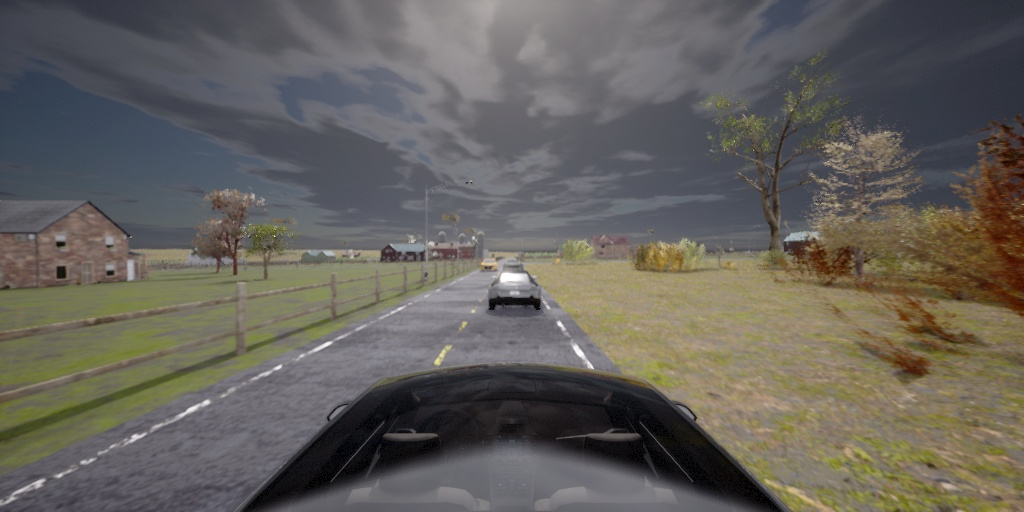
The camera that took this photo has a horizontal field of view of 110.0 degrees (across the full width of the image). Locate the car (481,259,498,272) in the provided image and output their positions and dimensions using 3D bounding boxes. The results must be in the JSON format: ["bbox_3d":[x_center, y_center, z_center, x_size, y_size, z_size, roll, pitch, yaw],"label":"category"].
[{"bbox_3d":[-2.750,1.068,43.810,1.882,1.535,5.008,0,0,0],"label":"car"}]

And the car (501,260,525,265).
[{"bbox_3d":[0.100,1.128,32.356,1.837,1.490,4.892,0,0,0],"label":"car"}]

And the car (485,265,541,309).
[{"bbox_3d":[0.099,1.257,14.579,1.994,1.385,4.181,0,0,0],"label":"car"}]
